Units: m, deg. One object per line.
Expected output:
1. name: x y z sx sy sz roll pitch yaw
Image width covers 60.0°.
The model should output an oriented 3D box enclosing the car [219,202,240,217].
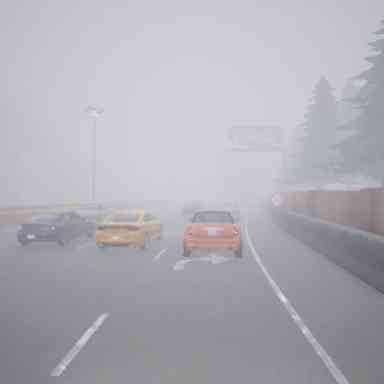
1. car: 3.966 1.749 34.422 1.895 1.301 4.718 0 0 9

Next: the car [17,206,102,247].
1. car: -5.985 1.564 15.145 1.812 1.442 4.674 0 0 6

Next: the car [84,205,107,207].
1. car: -7.823 1.680 27.376 1.895 1.301 4.718 0 0 9

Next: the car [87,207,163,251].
1. car: -2.538 1.526 14.519 1.882 1.535 5.008 0 0 6

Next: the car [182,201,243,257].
1. car: 0.889 1.407 13.400 2.097 1.767 4.553 0 0 5
